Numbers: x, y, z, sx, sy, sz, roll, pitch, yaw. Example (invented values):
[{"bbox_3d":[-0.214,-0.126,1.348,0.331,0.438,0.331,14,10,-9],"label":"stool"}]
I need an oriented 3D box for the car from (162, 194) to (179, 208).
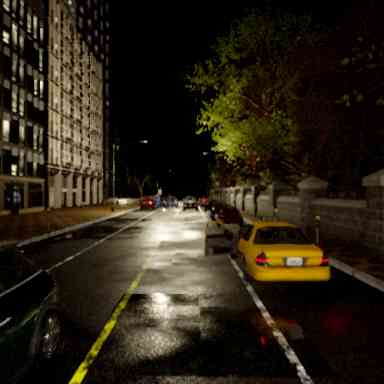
[{"bbox_3d":[-3.074,1.430,48.583,2.097,1.767,4.553,0,0,0],"label":"car"}]

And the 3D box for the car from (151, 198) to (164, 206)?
[{"bbox_3d":[-5.840,1.655,56.023,1.802,1.307,4.206,0,0,0],"label":"car"}]

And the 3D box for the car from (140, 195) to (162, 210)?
[{"bbox_3d":[-5.757,1.377,44.942,2.192,1.841,5.009,0,0,0],"label":"car"}]

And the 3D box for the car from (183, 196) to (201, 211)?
[{"bbox_3d":[-0.182,1.605,41.354,2.033,1.411,5.357,0,0,0],"label":"car"}]

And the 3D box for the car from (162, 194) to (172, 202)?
[{"bbox_3d":[-5.863,1.409,78.187,2.192,1.841,5.009,0,0,0],"label":"car"}]

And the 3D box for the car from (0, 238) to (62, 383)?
[{"bbox_3d":[-2.862,1.357,2.751,2.097,1.767,4.553,0,0,0],"label":"car"}]

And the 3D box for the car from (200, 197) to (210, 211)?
[{"bbox_3d":[2.311,1.621,39.353,1.947,1.339,4.313,0,0,0],"label":"car"}]

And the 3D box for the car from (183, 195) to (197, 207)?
[{"bbox_3d":[-0.345,1.421,51.846,2.097,1.767,4.553,0,0,0],"label":"car"}]

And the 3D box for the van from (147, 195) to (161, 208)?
[{"bbox_3d":[-5.798,1.409,50.483,1.690,1.788,3.998,0,0,0],"label":"van"}]

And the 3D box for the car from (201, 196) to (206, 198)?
[{"bbox_3d":[2.227,1.649,50.452,1.802,1.307,4.206,0,0,0],"label":"car"}]

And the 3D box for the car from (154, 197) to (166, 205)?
[{"bbox_3d":[-5.881,1.604,61.394,1.752,1.417,4.829,0,0,0],"label":"car"}]

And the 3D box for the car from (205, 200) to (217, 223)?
[{"bbox_3d":[2.395,1.606,28.253,1.947,1.339,4.313,0,0,0],"label":"car"}]

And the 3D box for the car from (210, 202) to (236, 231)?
[{"bbox_3d":[2.437,1.615,22.704,1.802,1.307,4.206,0,0,0],"label":"car"}]

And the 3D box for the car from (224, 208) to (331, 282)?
[{"bbox_3d":[2.192,1.471,9.711,1.801,1.575,5.366,0,0,0],"label":"car"}]

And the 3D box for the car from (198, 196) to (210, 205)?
[{"bbox_3d":[2.143,1.518,61.551,1.967,1.590,4.097,0,0,0],"label":"car"}]
